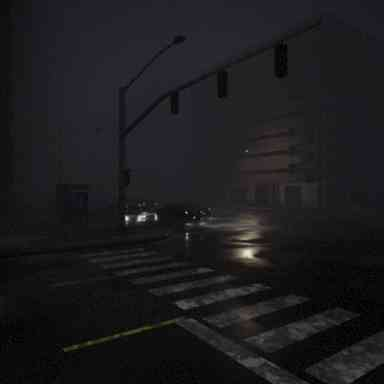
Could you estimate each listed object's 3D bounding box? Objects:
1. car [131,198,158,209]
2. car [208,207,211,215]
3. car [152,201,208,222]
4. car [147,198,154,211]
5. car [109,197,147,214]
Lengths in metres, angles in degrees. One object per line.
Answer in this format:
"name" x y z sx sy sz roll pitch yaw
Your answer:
"car" -6.882 1.590 47.569 1.812 1.442 4.674 0 0 -36
"car" -0.222 1.664 32.264 1.895 1.301 4.718 0 0 -36
"car" -1.108 1.662 27.560 1.895 1.301 4.718 0 0 -36
"car" -6.012 1.415 40.168 2.097 1.767 4.553 0 0 -36
"car" -7.170 1.413 35.822 2.097 1.767 4.553 0 0 -36
